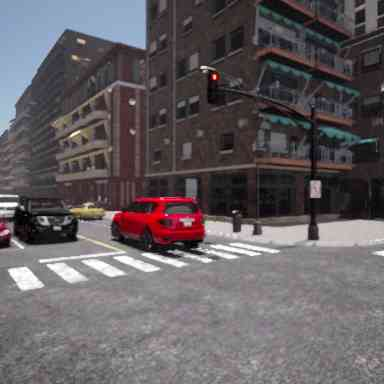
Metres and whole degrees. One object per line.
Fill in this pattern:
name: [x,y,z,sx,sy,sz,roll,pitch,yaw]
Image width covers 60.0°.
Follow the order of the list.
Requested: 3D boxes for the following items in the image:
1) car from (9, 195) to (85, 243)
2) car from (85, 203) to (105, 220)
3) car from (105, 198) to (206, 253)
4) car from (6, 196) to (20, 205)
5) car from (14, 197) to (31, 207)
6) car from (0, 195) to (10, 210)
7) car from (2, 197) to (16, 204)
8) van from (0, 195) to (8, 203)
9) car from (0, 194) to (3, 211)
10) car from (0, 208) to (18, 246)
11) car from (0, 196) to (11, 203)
car: [-7.502,1.246,16.801,2.150,2.045,5.566,0,0,-36]
car: [-8.971,1.593,28.779,1.752,1.417,4.829,0,0,-36]
car: [-1.622,1.257,14.300,2.150,2.045,5.566,1,-1,-33]
car: [-35.284,1.604,65.455,1.967,1.590,4.097,0,0,-36]
car: [-28.780,1.657,56.389,1.752,1.417,4.829,0,0,-36]
car: [-15.451,1.264,27.885,2.150,2.045,5.566,0,0,-35]
car: [-38.584,1.750,70.054,1.947,1.339,4.313,0,0,-36]
van: [-45.187,1.568,79.260,1.690,1.788,3.998,0,0,-36]
car: [-25.216,1.298,41.603,2.150,2.045,5.566,0,-1,-35]
car: [-9.077,1.592,14.552,1.802,1.307,4.206,0,0,-36]
car: [-41.985,1.732,74.795,1.752,1.417,4.829,0,0,-36]
